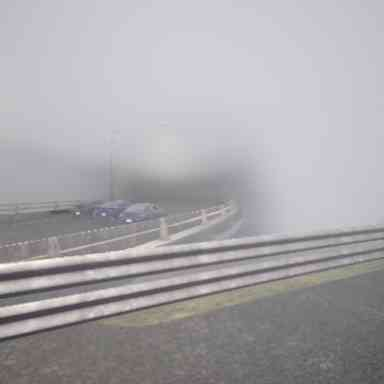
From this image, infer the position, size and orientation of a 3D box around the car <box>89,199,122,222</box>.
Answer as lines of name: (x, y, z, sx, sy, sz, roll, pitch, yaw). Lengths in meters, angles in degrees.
car: (-5.402, 1.370, 25.078, 1.882, 1.535, 5.008, 0, 0, 14)

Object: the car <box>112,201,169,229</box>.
car: (-2.894, 1.439, 20.832, 1.812, 1.442, 4.674, 0, 0, 16)

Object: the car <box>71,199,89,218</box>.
car: (-8.300, 1.379, 28.097, 1.837, 1.490, 4.892, 0, 0, 13)
